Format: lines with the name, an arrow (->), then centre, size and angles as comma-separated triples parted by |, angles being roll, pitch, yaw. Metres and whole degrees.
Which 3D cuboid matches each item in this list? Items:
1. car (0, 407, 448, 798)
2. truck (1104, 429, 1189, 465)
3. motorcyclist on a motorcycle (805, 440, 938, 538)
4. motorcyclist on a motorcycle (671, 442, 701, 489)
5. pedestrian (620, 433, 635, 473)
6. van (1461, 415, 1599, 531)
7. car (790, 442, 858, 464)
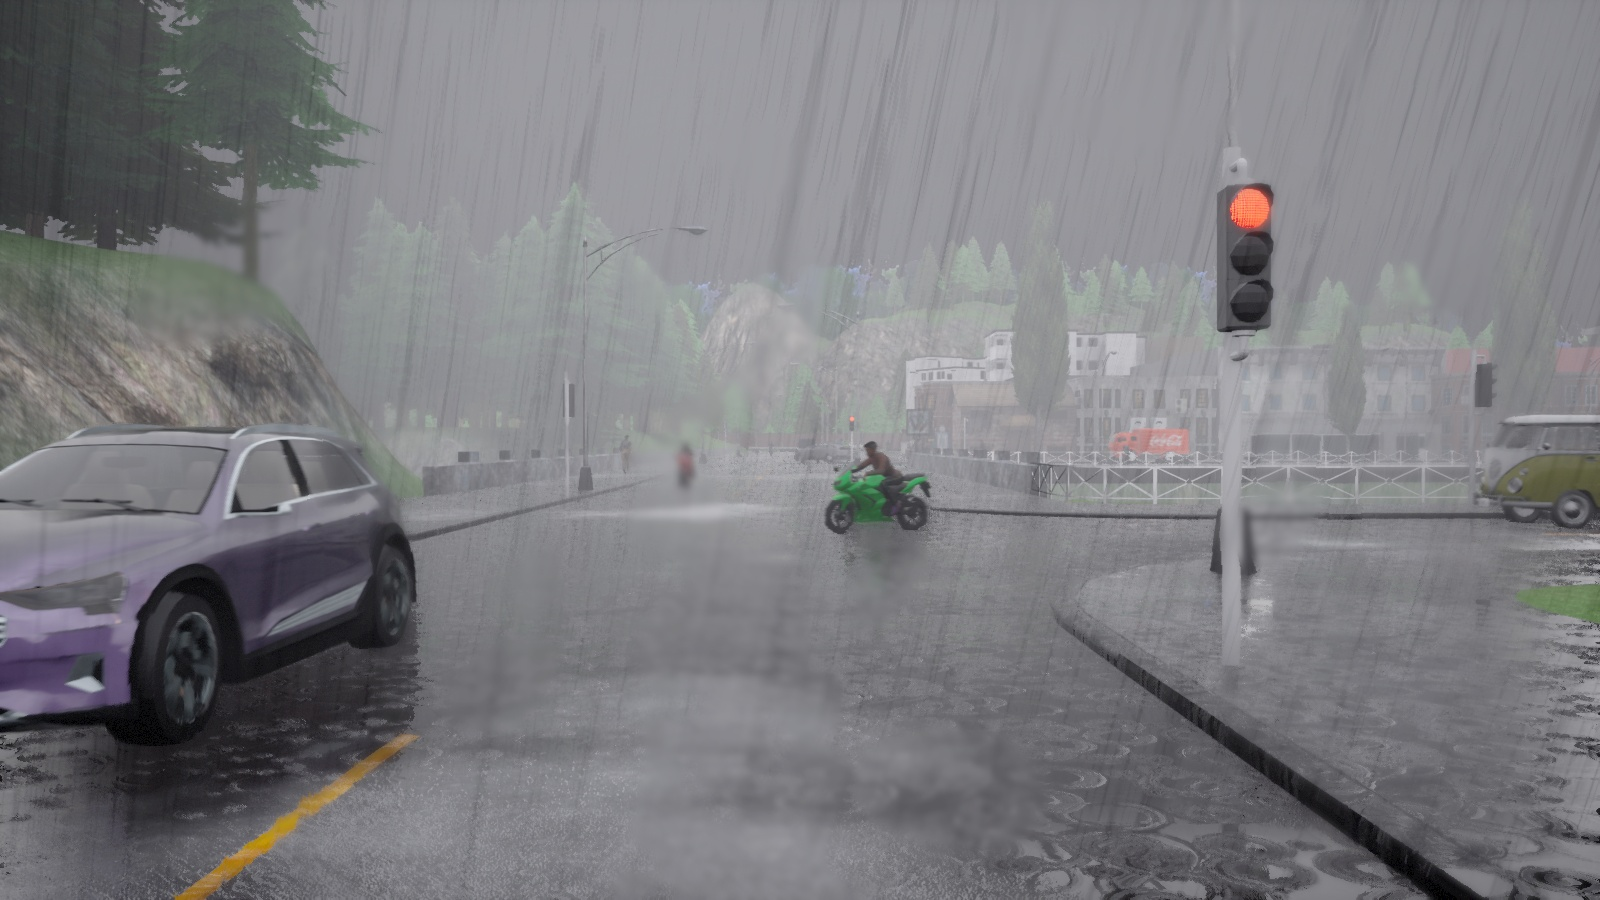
car -> -3.943, 0.630, 7.755 | 2.033, 1.649, 4.856 | 0, 0, 2
truck -> 24.246, -0.217, 87.960 | 5.204, 2.467, 2.627 | 0, 0, 0
motorcyclist on a motorcycle -> 1.189, 0.613, 20.711 | 2.044, 1.523, 0.797 | 0, 2, -28
motorcyclist on a motorcycle -> -3.751, 0.491, 41.501 | 0.797, 1.523, 2.044 | 0, 0, 0
pedestrian -> -8.019, 0.121, 58.369 | 0.540, 1.848, 0.694 | 0, 0, 3
van -> 14.469, 0.385, 22.366 | 4.442, 1.987, 1.775 | 0, 0, 0
car -> 1.696, 0.188, 91.319 | 2.128, 1.511, 4.902 | -1, 1, -43
